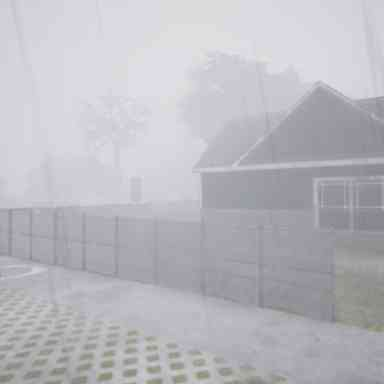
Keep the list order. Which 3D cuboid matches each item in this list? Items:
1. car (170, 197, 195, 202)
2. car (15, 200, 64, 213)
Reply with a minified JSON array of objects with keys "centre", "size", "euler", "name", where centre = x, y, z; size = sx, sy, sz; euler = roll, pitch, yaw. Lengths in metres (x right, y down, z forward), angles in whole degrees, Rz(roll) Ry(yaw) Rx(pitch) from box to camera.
[{"centre":[-1.549,1.418,52.295],"size":[1.895,1.301,4.718],"euler":[-1,0,33],"name":"car"},{"centre":[-14.650,1.566,31.789],"size":[1.837,1.490,4.892],"euler":[-1,0,32],"name":"car"}]
